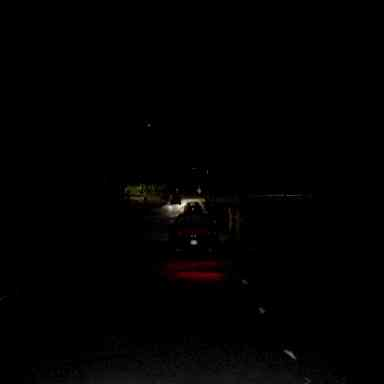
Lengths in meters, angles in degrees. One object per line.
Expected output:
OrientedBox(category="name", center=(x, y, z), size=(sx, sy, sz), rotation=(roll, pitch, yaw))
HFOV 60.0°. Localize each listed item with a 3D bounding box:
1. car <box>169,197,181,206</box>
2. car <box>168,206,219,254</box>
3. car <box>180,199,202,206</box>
OrientedBox(category="car", center=(-2.785, 1.560, 57.285), size=(1.837, 1.490, 4.892), rotation=(0, 0, 0))
OrientedBox(category="car", center=(0.070, 1.600, 14.052), size=(1.882, 1.535, 5.008), rotation=(0, 0, 0))
OrientedBox(category="car", center=(0.074, 1.697, 34.326), size=(2.033, 1.411, 5.357), rotation=(0, 0, 0))
